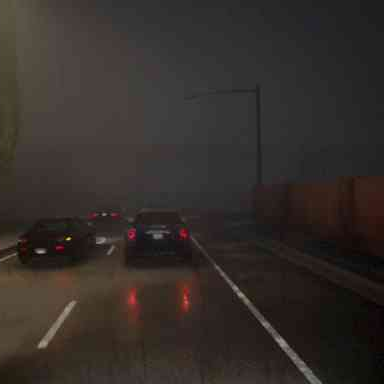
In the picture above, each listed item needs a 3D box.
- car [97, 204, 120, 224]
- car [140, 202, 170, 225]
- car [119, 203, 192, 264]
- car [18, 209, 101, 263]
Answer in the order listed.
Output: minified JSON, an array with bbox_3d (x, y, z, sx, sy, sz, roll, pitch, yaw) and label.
[{"bbox_3d":[-6.308,1.622,25.522,2.033,1.411,5.357,-1,0,-5],"label":"car"},{"bbox_3d":[-2.815,1.567,25.926,2.033,1.411,5.357,-1,0,-5],"label":"car"},{"bbox_3d":[-1.255,1.360,12.143,2.097,1.767,4.553,-1,0,-6],"label":"car"},{"bbox_3d":[-4.787,1.589,12.266,1.812,1.442,4.674,-1,0,-6],"label":"car"}]
